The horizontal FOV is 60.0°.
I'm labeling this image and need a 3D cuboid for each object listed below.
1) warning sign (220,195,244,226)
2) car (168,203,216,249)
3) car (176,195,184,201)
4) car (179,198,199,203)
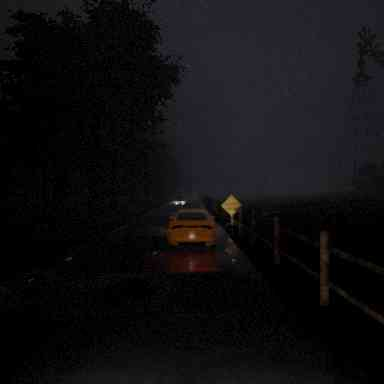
[{"bbox_3d":[2.441,1.117,20.472,1.300,1.860,1.060,-1,-1,0],"label":"warning sign"},{"bbox_3d":[0.000,1.487,14.650,1.882,1.535,5.008,0,0,0],"label":"car"},{"bbox_3d":[-2.750,1.307,75.887,1.895,1.301,4.718,0,0,0],"label":"car"},{"bbox_3d":[0.000,1.557,29.650,2.033,1.411,5.357,0,0,0],"label":"car"}]
